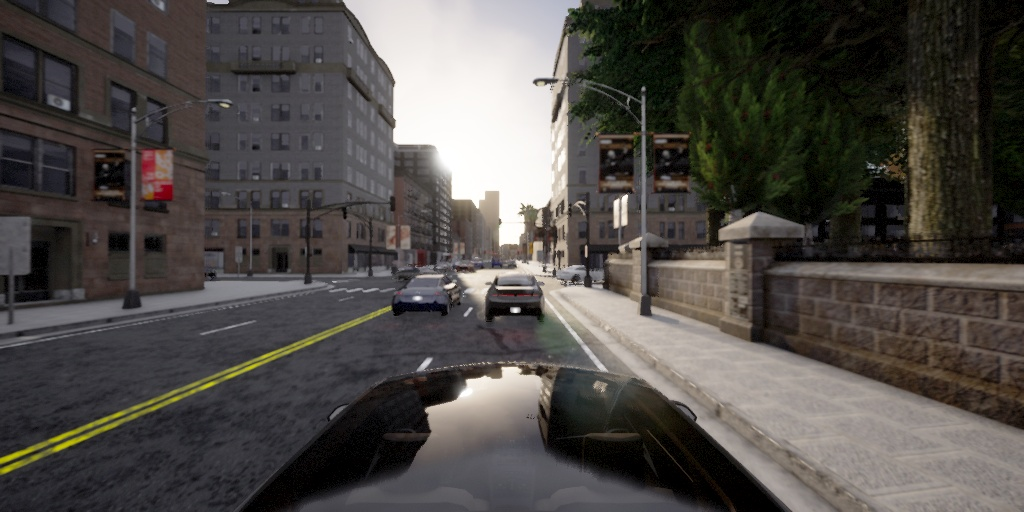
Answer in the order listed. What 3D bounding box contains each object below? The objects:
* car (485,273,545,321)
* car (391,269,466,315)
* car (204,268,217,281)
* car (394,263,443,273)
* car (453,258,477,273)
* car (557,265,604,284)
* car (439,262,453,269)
[{"bbox_3d":[0.099,1.326,12.744,1.837,1.490,4.892,0,0,0],"label":"car"},{"bbox_3d":[-3.150,1.394,13.972,1.994,1.385,4.181,0,0,0],"label":"car"},{"bbox_3d":[-27.018,1.234,29.422,4.553,1.767,2.097,0,0,0],"label":"car"},{"bbox_3d":[-8.089,1.490,29.728,4.181,1.385,1.994,0,-1,40],"label":"car"},{"bbox_3d":[-6.574,1.415,51.049,2.097,1.767,4.553,0,0,0],"label":"car"},{"bbox_3d":[5.936,1.480,29.192,4.674,1.442,1.812,1,-2,-19],"label":"car"},{"bbox_3d":[-9.824,1.551,50.670,2.128,1.511,4.902,0,0,0],"label":"car"}]
